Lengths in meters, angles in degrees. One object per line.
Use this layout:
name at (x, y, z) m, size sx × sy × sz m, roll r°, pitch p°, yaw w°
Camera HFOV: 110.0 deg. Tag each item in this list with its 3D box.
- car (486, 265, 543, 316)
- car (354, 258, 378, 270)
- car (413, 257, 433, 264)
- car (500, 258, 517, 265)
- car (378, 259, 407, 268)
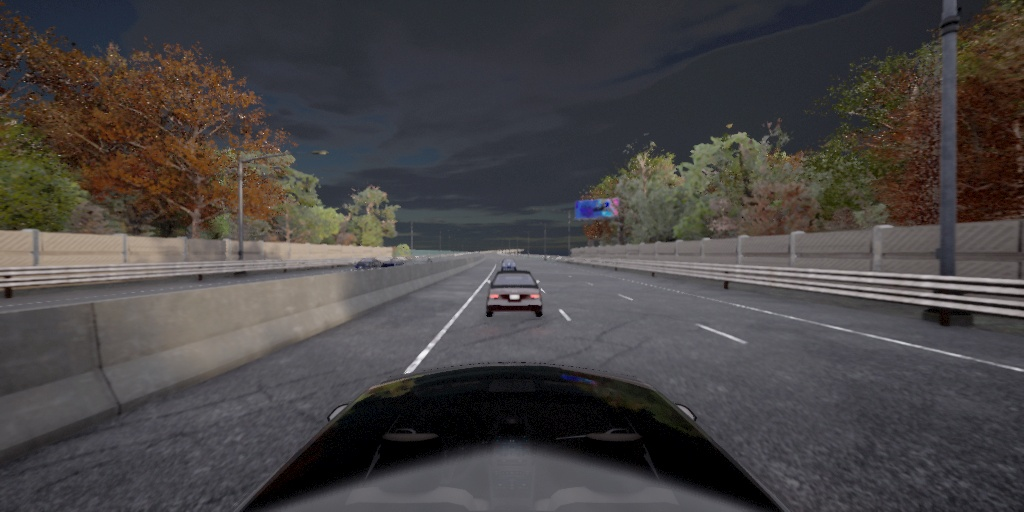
car at (0.057, 1.210, 12.886) m, size 2.033 × 1.411 × 5.357 m, roll 0°, pitch 0°, yaw 0°
car at (-18.141, 0.957, 45.527) m, size 2.033 × 1.411 × 5.357 m, roll 0°, pitch 0°, yaw -1°
car at (-11.136, 0.917, 45.169) m, size 1.837 × 1.490 × 4.892 m, roll 0°, pitch 0°, yaw -1°
car at (-0.391, 0.976, 42.540) m, size 2.033 × 1.411 × 5.357 m, roll 0°, pitch 0°, yaw -1°
car at (-14.627, 1.015, 44.737) m, size 1.895 × 1.301 × 4.718 m, roll 0°, pitch 0°, yaw -1°
